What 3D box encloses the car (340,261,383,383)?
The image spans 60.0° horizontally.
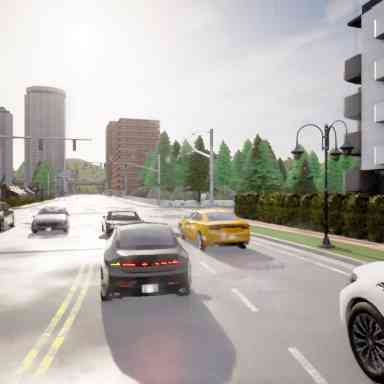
[{"bbox_3d":[3.266,1.213,2.326,2.150,2.045,5.566,0,-1,-3],"label":"car"}]

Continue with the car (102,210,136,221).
[{"bbox_3d":[-3.782,1.601,17.690,1.895,1.301,4.718,0,0,-18],"label":"car"}]

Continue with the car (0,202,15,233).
[{"bbox_3d":[-11.765,1.351,19.291,2.097,1.767,4.553,0,0,-18],"label":"car"}]

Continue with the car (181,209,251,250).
[{"bbox_3d":[0.789,1.478,14.468,1.882,1.535,5.008,0,0,-16],"label":"car"}]

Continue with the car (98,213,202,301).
[{"bbox_3d":[-1.269,1.505,8.414,1.837,1.490,4.892,0,0,-12],"label":"car"}]

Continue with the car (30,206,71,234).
[{"bbox_3d":[-8.190,1.548,19.628,2.033,1.411,5.357,0,0,-18],"label":"car"}]
